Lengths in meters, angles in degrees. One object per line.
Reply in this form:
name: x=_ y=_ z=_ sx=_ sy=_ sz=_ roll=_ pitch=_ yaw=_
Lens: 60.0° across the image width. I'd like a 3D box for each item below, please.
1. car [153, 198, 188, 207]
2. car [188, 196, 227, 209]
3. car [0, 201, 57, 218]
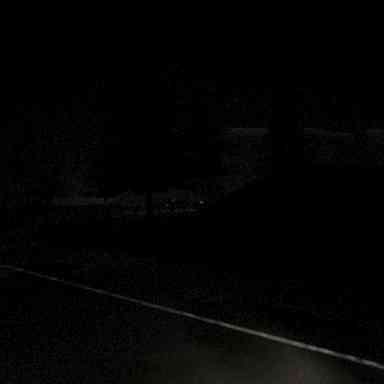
car: x=-2.546 y=1.453 z=42.910 sx=5.357 sy=1.411 sz=2.033 roll=0 pitch=0 yaw=-38
car: x=2.241 y=1.277 z=42.049 sx=4.553 sy=1.767 sz=2.097 roll=0 pitch=0 yaw=-35
car: x=-13.306 y=1.471 z=27.303 sx=1.994 sy=1.385 sz=4.181 roll=0 pitch=0 yaw=40
